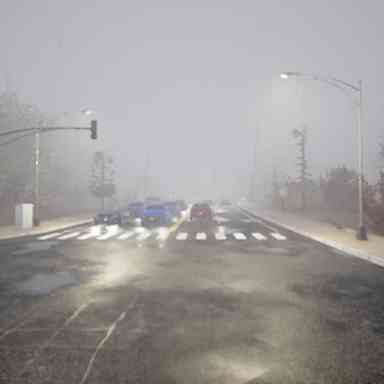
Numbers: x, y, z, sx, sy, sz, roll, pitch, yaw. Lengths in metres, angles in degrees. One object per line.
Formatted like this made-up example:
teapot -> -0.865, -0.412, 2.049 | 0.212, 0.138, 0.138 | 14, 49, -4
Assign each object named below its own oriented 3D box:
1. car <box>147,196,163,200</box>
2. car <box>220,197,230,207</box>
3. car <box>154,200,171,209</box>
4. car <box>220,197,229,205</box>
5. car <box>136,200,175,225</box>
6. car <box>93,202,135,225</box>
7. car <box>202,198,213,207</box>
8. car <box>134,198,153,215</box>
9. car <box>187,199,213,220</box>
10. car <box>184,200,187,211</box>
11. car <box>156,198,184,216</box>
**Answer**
car -> -5.053, 1.532, 44.373 | 2.150, 2.045, 5.566 | 0, 0, 4
car -> 5.927, 1.957, 59.676 | 1.895, 1.301, 4.718 | 0, 0, 5
car -> -4.544, 1.913, 51.727 | 1.994, 1.385, 4.181 | 0, 0, 5
car -> 7.094, 1.904, 72.041 | 1.837, 1.490, 4.892 | 0, 0, 6
car -> -2.780, 1.671, 26.364 | 1.882, 1.535, 5.008 | 0, 0, 2
car -> -6.049, 1.760, 25.594 | 1.994, 1.385, 4.181 | 0, 0, 3
car -> 2.950, 1.942, 62.382 | 1.994, 1.385, 4.181 | 0, 0, 6
car -> -5.659, 1.731, 34.480 | 1.882, 1.535, 5.008 | 0, 0, 3
car -> 0.847, 1.689, 30.631 | 1.882, 1.535, 5.008 | 0, 0, 3
car -> -1.673, 1.788, 46.081 | 1.882, 1.535, 5.008 | 0, 0, 4
car -> -2.333, 1.730, 35.843 | 1.882, 1.535, 5.008 | 0, 0, 3
